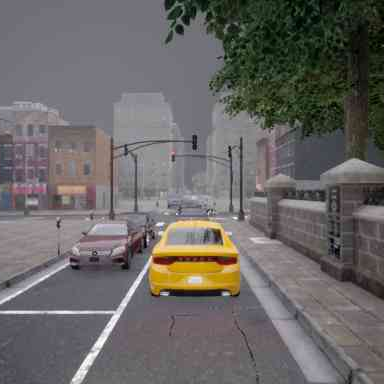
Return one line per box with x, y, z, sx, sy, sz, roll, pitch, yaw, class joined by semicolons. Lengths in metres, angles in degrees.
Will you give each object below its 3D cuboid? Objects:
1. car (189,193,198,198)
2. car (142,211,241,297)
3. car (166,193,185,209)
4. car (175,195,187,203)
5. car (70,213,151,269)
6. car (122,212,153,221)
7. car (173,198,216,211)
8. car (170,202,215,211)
0.379;1.508;66.917;1.812;1.442;4.674;0;0;0;car
0.078;1.477;8.639;1.882;1.535;5.008;0;0;0;car
-2.238;1.210;45.665;2.150;2.045;5.566;0;0;0;car
-2.148;1.475;67.169;2.128;1.511;4.902;0;0;1;car
-2.623;1.581;11.045;1.802;1.307;4.206;0;0;0;car
-2.618;1.565;14.708;1.947;1.339;4.313;0;0;0;car
0.418;1.551;30.802;1.994;1.385;4.181;-1;0;-34;car
0.030;1.546;19.128;2.033;1.411;5.357;0;0;0;car
